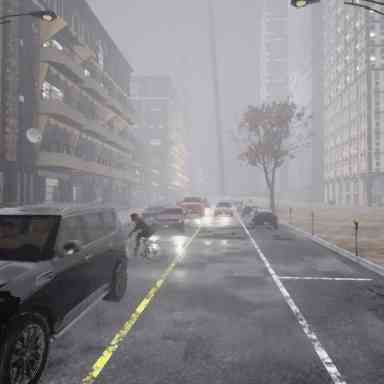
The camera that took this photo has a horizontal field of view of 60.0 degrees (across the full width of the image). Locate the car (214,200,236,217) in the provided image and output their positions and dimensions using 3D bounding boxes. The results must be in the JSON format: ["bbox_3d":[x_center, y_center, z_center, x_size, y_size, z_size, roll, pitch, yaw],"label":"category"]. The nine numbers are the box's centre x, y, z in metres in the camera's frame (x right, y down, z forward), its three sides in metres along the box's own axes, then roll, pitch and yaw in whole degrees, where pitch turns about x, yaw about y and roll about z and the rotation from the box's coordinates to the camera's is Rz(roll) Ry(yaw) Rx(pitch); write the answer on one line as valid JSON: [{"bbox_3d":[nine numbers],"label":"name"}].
[{"bbox_3d":[3.353,1.834,34.826,1.895,1.301,4.718,0,0,6],"label":"car"}]

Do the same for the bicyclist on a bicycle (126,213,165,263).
[{"bbox_3d":[-1.696,1.517,10.797,1.656,1.620,0.582,-2,-1,5],"label":"bicyclist on a bicycle"}]

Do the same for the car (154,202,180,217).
[{"bbox_3d":[-2.495,1.772,34.402,2.008,1.369,4.403,1,0,6],"label":"car"}]

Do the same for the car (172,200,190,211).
[{"bbox_3d":[-1.419,1.865,45.489,1.947,1.339,4.313,1,0,6],"label":"car"}]

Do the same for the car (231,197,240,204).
[{"bbox_3d":[10.152,1.988,77.939,1.967,1.590,4.097,1,0,6],"label":"car"}]

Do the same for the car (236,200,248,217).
[{"bbox_3d":[5.846,1.780,33.591,2.008,1.369,4.403,1,0,6],"label":"car"}]

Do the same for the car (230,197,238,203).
[{"bbox_3d":[11.228,2.070,89.027,1.967,1.590,4.097,1,0,6],"label":"car"}]

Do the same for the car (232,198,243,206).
[{"bbox_3d":[9.075,2.018,66.851,2.008,1.369,4.403,1,0,6],"label":"car"}]

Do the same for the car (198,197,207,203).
[{"bbox_3d":[2.885,2.187,89.836,1.947,1.339,4.313,1,0,6],"label":"car"}]

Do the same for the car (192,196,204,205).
[{"bbox_3d":[1.275,1.815,73.207,2.192,1.841,5.009,1,0,6],"label":"car"}]

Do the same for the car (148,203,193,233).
[{"bbox_3d":[-1.208,1.657,20.911,1.812,1.442,4.674,0,0,5],"label":"car"}]

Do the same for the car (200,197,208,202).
[{"bbox_3d":[3.423,2.213,95.380,2.008,1.369,4.403,1,0,6],"label":"car"}]

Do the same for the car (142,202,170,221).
[{"bbox_3d":[-3.033,1.748,28.859,1.947,1.339,4.313,1,0,6],"label":"car"}]

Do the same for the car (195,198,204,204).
[{"bbox_3d":[1.809,2.085,78.749,1.887,1.381,4.507,1,0,6],"label":"car"}]

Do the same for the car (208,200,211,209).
[{"bbox_3d":[1.765,1.698,51.519,2.097,1.767,4.553,0,0,6],"label":"car"}]

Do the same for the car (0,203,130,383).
[{"bbox_3d":[-2.696,1.247,5.556,2.150,2.045,5.566,0,0,6],"label":"car"}]

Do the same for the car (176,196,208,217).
[{"bbox_3d":[0.107,1.444,34.039,2.150,2.045,5.566,0,0,6],"label":"car"}]

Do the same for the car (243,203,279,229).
[{"bbox_3d":[4.770,1.702,22.504,2.008,1.369,4.403,1,0,6],"label":"car"}]

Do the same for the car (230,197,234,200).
[{"bbox_3d":[4.501,1.795,46.732,1.882,1.535,5.008,0,0,6],"label":"car"}]

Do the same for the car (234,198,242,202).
[{"bbox_3d":[6.939,1.834,44.848,1.752,1.417,4.829,1,0,6],"label":"car"}]

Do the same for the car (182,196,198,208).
[{"bbox_3d":[-0.338,1.694,56.578,2.192,1.841,5.009,1,0,6],"label":"car"}]
